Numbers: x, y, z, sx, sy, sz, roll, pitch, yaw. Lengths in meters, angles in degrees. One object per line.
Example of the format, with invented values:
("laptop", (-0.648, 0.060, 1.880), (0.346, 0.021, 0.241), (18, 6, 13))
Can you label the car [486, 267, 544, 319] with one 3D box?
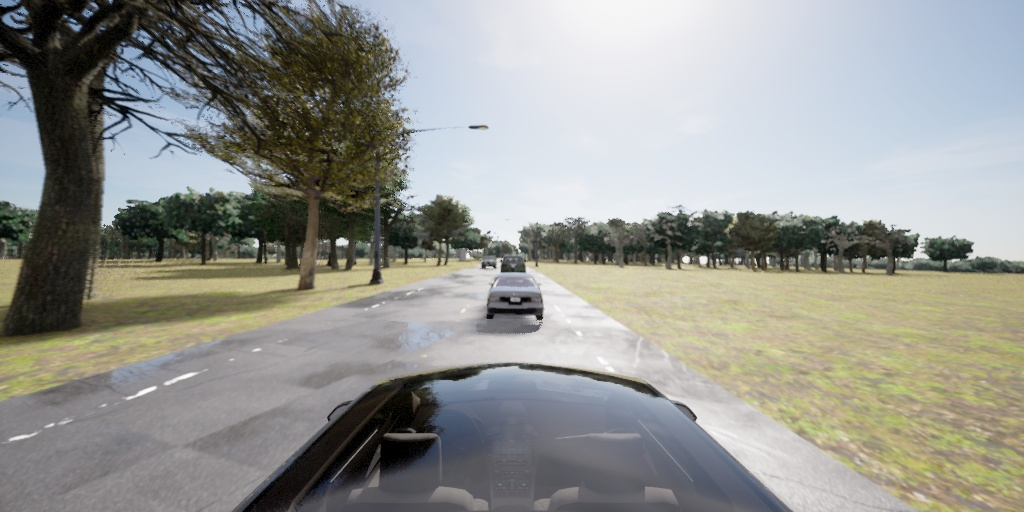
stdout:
("car", (0.101, 1.294, 12.780), (2.033, 1.411, 5.357), (1, 0, 0))

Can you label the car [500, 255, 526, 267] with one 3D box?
("car", (0.106, 0.924, 32.072), (2.150, 2.045, 5.566), (1, 0, 0))

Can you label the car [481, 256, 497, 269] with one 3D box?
("car", (-3.551, 0.991, 56.245), (2.150, 2.045, 5.566), (1, 0, 1))
